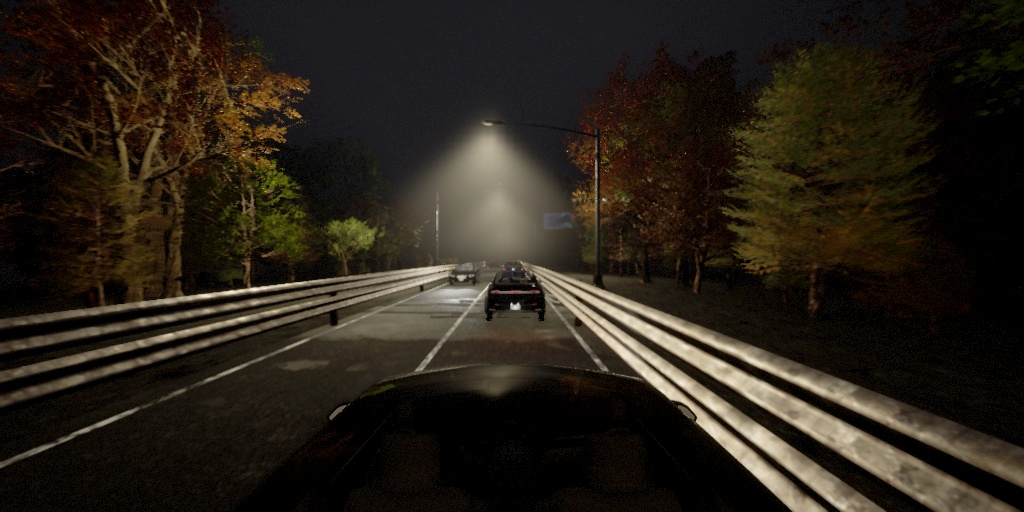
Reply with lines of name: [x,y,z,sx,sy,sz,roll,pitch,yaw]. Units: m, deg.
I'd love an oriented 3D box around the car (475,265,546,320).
car: [0.099,1.249,12.592,2.128,1.511,4.902,0,0,0]

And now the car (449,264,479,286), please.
car: [-3.345,1.317,26.159,2.128,1.511,4.902,0,0,0]

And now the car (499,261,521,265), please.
car: [0.100,1.223,33.406,2.097,1.767,4.553,0,0,0]
